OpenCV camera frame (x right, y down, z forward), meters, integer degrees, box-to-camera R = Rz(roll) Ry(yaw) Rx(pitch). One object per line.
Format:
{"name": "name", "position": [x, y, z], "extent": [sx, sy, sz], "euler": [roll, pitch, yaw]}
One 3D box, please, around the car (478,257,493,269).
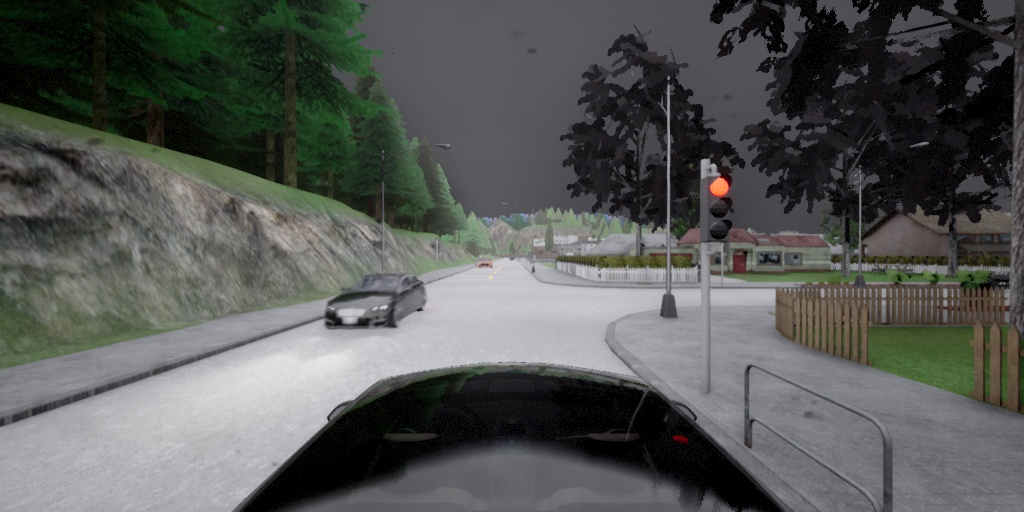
{"name": "car", "position": [-4.005, 1.012, 54.611], "extent": [2.097, 1.767, 4.553], "euler": [0, 0, 0]}

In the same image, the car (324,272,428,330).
{"name": "car", "position": [-4.007, 1.289, 11.315], "extent": [2.128, 1.511, 4.902], "euler": [0, 1, 0]}

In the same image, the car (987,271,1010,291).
{"name": "car", "position": [29.351, 1.239, 19.679], "extent": [4.892, 1.490, 1.837], "euler": [0, 0, 0]}
